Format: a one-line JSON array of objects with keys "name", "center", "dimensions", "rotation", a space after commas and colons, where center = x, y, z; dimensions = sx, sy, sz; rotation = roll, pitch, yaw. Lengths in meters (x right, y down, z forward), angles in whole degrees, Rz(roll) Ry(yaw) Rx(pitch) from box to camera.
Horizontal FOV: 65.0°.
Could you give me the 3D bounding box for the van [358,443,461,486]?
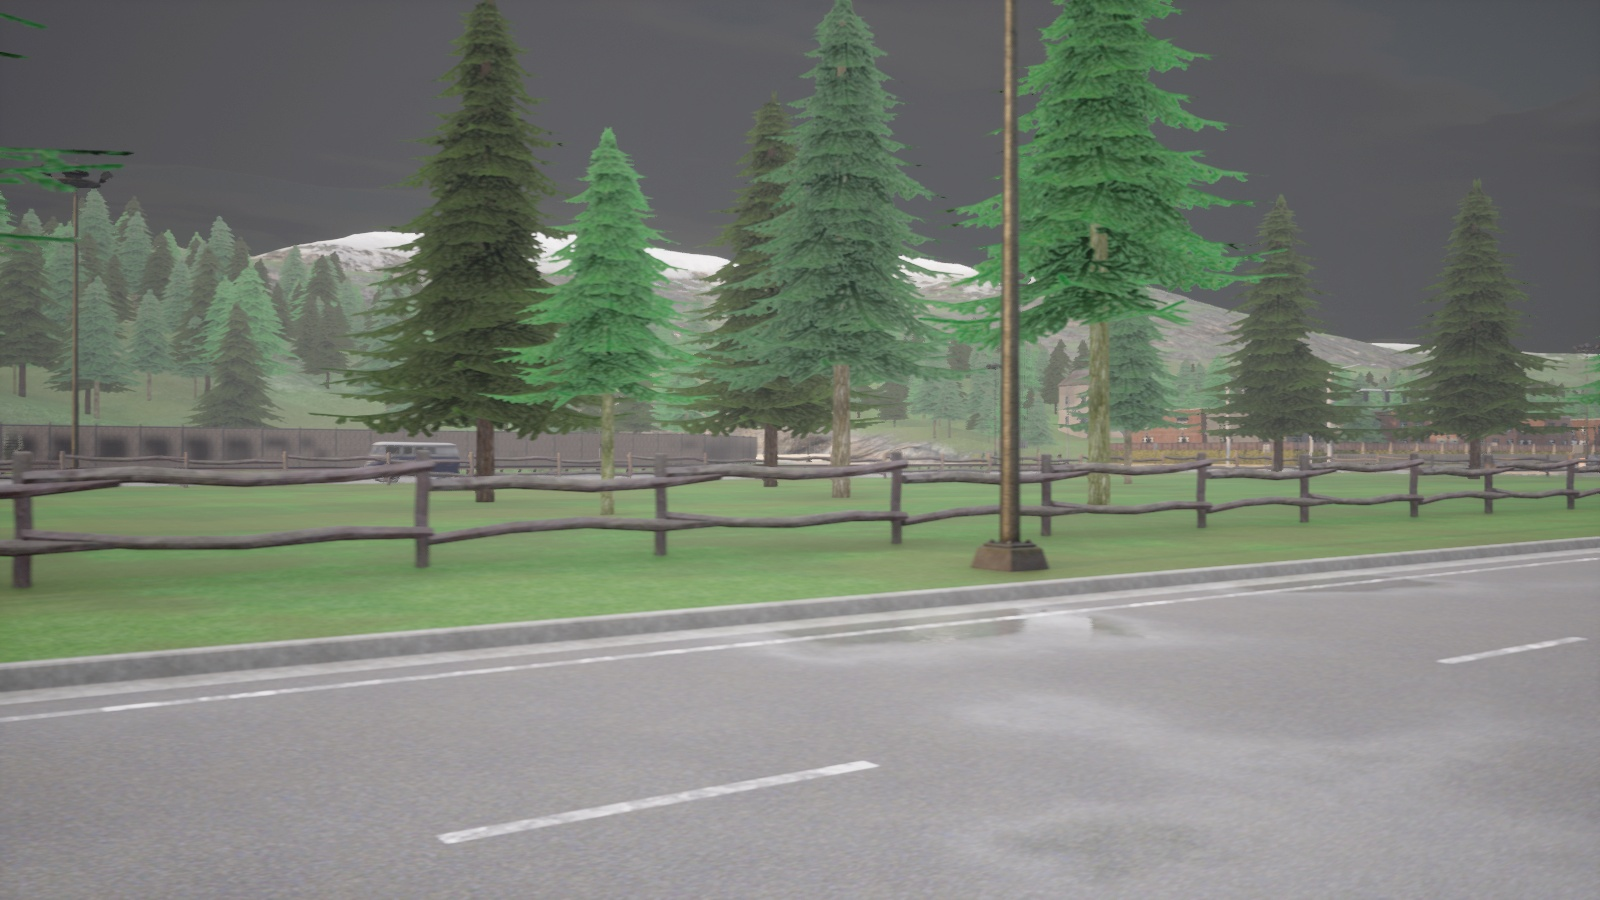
[{"name": "van", "center": [-18.852, 0.687, 60.671], "dimensions": [4.442, 1.987, 1.775], "rotation": [0, 0, -35]}]
